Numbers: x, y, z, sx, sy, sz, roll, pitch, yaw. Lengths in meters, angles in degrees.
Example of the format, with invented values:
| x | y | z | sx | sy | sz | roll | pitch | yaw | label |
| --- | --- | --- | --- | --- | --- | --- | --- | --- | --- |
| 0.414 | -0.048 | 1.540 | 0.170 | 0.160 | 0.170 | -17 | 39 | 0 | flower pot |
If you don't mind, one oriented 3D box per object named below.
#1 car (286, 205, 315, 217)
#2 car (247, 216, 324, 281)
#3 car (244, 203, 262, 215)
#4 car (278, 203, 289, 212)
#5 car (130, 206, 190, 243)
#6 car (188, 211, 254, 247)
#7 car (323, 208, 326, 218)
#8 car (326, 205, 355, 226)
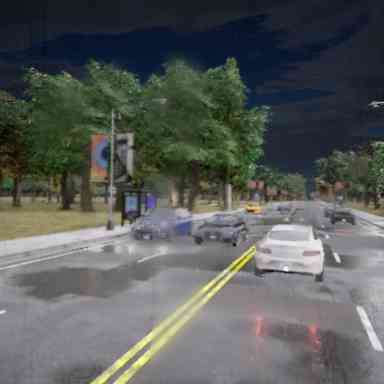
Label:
| x | y | z | sx | sy | sz | roll | pitch | yaw | label |
| --- | --- | --- | --- | --- | --- | --- | --- | --- | --- |
| 9.007 | 2.070 | 27.136 | 1.994 | 1.385 | 4.181 | 0 | -1 | 19 | car |
| 3.141 | 1.718 | 10.542 | 1.812 | 1.442 | 4.674 | 0 | -1 | 19 | car |
| 8.491 | 2.246 | 45.763 | 1.882 | 1.535 | 5.008 | 0 | -1 | 20 | car |
| 15.295 | 2.519 | 55.146 | 1.812 | 1.442 | 4.674 | 0 | -1 | 20 | car |
| -1.413 | 1.588 | 17.758 | 2.097 | 1.767 | 4.553 | 0 | -1 | 19 | car |
| 1.574 | 1.821 | 16.462 | 1.994 | 1.385 | 4.181 | 0 | -1 | 19 | car |
| 16.922 | 2.321 | 40.002 | 1.812 | 1.442 | 4.674 | 0 | -1 | 20 | car |
| 13.273 | 2.102 | 29.569 | 1.837 | 1.490 | 4.892 | 0 | -1 | 20 | car |
